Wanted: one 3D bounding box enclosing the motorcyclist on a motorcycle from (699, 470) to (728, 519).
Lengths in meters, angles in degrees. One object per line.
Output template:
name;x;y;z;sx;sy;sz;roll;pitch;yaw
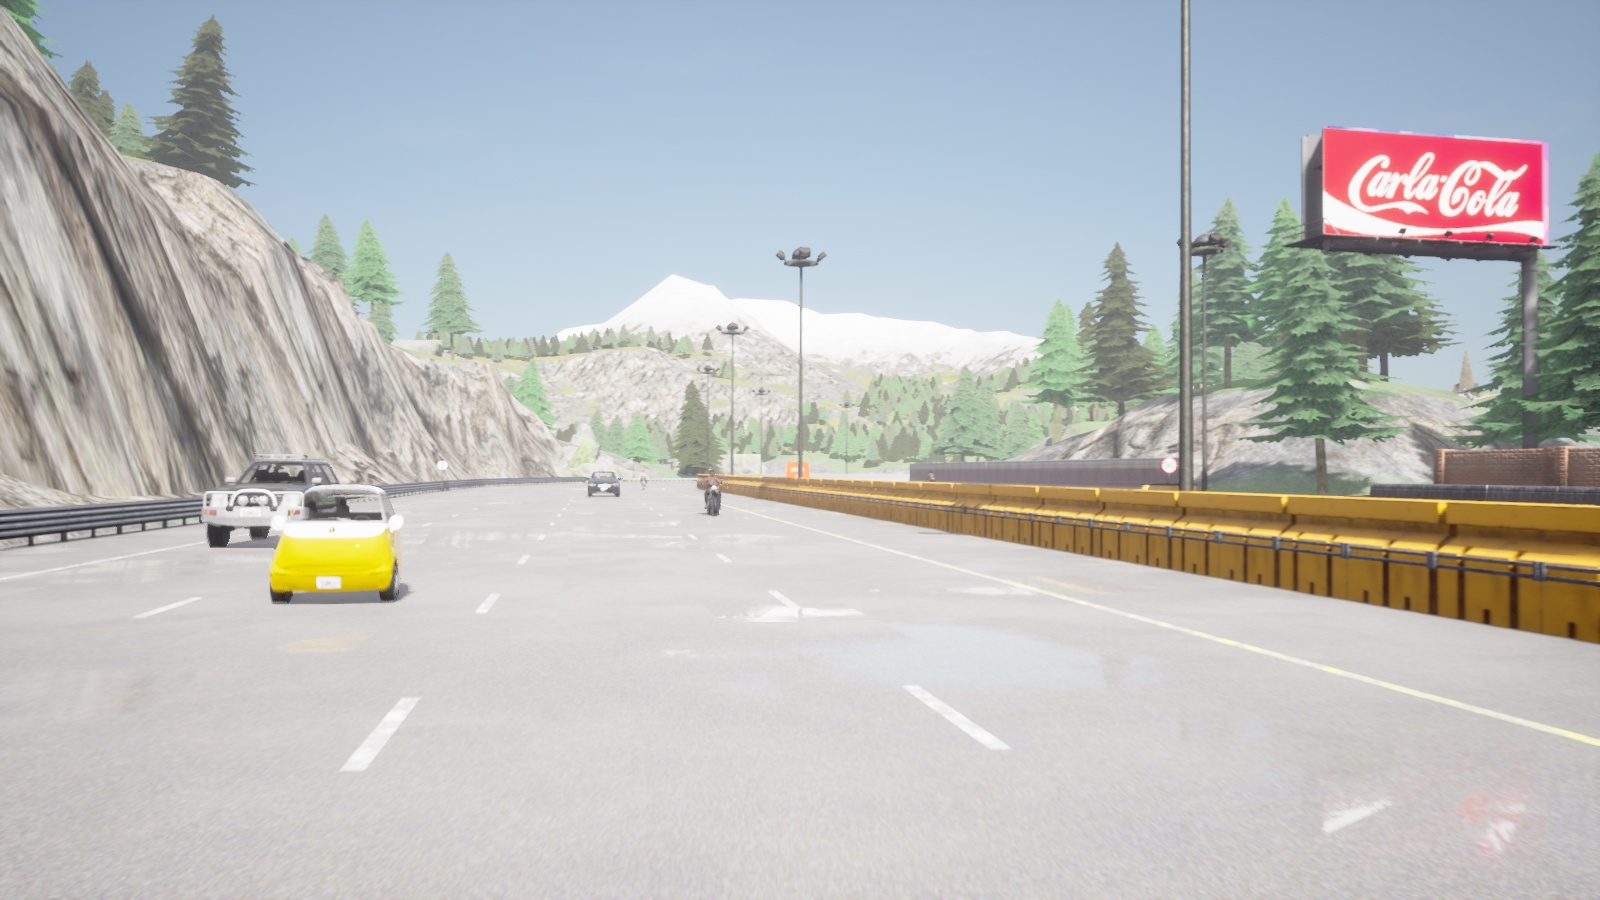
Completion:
motorcyclist on a motorcycle;-2.988;1.504;43.356;0.766;1.649;2.350;0;-1;-9

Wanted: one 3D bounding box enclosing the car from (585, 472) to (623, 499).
car;-11.463;2.046;73.289;2.128;1.511;4.902;0;-1;-10

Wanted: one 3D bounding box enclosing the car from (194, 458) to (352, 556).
car;-10.768;1.111;26.035;1.932;1.855;4.605;0;-1;-8

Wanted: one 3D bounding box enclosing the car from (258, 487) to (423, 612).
car;-5.483;1.146;15.192;1.481;1.376;2.207;0;-1;-9
